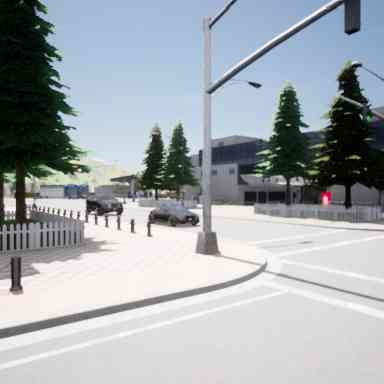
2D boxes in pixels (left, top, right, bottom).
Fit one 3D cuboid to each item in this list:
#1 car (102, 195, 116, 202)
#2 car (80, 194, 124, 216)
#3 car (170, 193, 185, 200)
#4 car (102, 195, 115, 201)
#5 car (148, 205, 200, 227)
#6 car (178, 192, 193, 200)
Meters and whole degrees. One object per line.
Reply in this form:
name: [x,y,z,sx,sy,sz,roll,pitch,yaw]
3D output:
car: [-18.814,1.375,75.115,1.845,1.501,3.633,0,0,-37]
car: [-8.723,1.232,32.749,2.150,2.045,5.566,0,0,-37]
car: [-3.809,1.089,86.079,1.932,1.855,4.605,0,0,-37]
car: [-20.843,1.384,82.850,1.970,1.475,3.806,0,0,-37]
car: [-1.318,1.573,22.947,1.994,1.385,4.181,0,0,-37]
car: [-1.721,1.068,88.142,1.905,1.878,3.866,0,0,-37]
